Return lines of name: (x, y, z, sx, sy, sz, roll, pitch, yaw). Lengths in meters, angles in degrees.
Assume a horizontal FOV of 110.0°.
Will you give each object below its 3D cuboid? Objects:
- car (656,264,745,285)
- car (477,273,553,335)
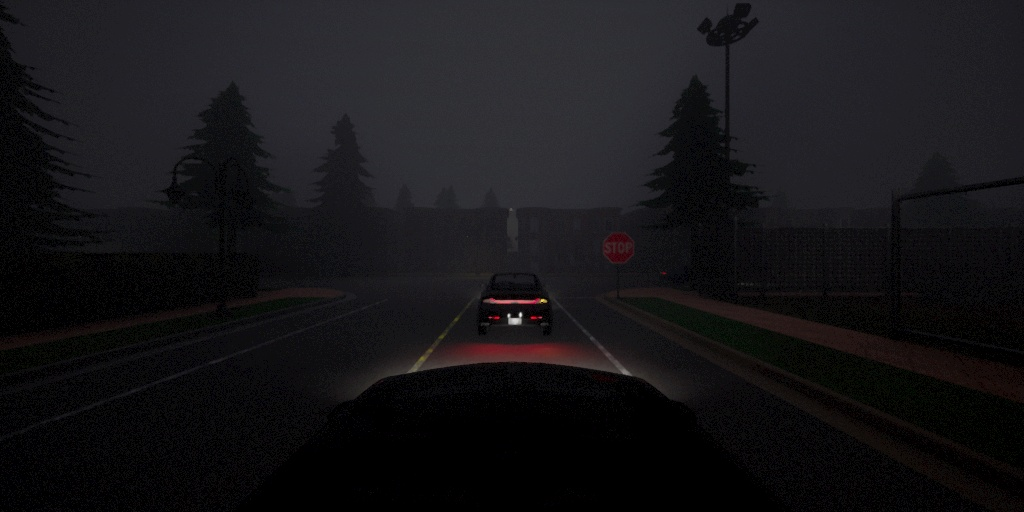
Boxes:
car: (12.923, 1.228, 24.844, 5.357, 1.411, 2.033, 0, 0, 6)
car: (0.080, 1.224, 10.358, 2.128, 1.511, 4.902, 0, 0, 0)
